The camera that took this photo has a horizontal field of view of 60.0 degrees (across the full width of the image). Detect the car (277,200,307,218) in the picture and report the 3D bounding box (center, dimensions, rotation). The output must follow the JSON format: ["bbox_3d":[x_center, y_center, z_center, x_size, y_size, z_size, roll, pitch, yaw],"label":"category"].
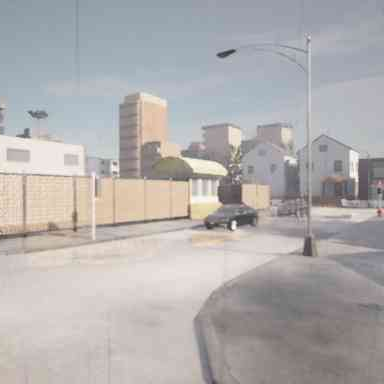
[{"bbox_3d":[9.355,1.539,30.489,1.837,1.490,4.892,0,1,36],"label":"car"}]

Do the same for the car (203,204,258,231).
[{"bbox_3d":[2.557,1.545,21.026,1.837,1.490,4.892,0,0,36],"label":"car"}]
